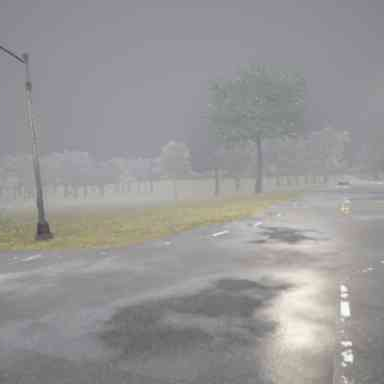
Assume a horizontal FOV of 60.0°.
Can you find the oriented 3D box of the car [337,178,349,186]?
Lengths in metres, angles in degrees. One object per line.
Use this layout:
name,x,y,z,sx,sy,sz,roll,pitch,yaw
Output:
car,30.213,-1.940,66.525,1.882,1.535,5.008,0,2,31
